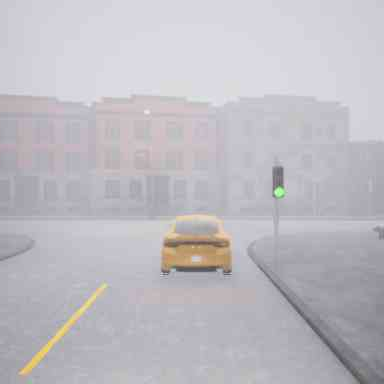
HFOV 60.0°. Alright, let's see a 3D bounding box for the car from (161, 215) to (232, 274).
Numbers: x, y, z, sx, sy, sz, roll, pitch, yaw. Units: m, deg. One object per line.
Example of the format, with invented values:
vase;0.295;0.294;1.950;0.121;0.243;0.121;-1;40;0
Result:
car;0.148;1.451;10.508;1.882;1.535;5.008;0;0;1
